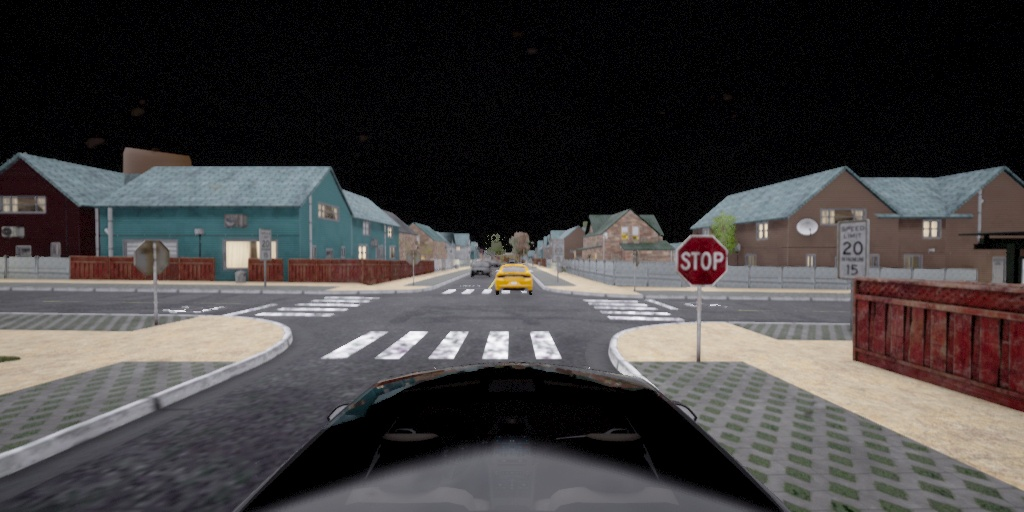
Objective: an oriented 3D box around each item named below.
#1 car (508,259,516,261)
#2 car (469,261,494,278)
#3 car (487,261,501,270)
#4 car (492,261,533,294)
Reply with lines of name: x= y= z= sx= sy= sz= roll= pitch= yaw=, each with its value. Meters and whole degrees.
car: x=0.042 y=1.366 z=56.946 sx=1.837 sy=1.490 sz=4.892 roll=0 pitch=0 yaw=1
car: x=-2.850 y=1.260 z=34.095 sx=1.837 sy=1.490 sz=4.892 roll=0 pitch=0 yaw=0
car: x=-2.802 y=1.461 z=56.752 sx=1.895 sy=1.301 sz=4.718 roll=0 pitch=0 yaw=1
car: x=0.105 y=1.203 z=19.899 sx=1.882 sy=1.535 sz=5.008 roll=0 pitch=0 yaw=0
